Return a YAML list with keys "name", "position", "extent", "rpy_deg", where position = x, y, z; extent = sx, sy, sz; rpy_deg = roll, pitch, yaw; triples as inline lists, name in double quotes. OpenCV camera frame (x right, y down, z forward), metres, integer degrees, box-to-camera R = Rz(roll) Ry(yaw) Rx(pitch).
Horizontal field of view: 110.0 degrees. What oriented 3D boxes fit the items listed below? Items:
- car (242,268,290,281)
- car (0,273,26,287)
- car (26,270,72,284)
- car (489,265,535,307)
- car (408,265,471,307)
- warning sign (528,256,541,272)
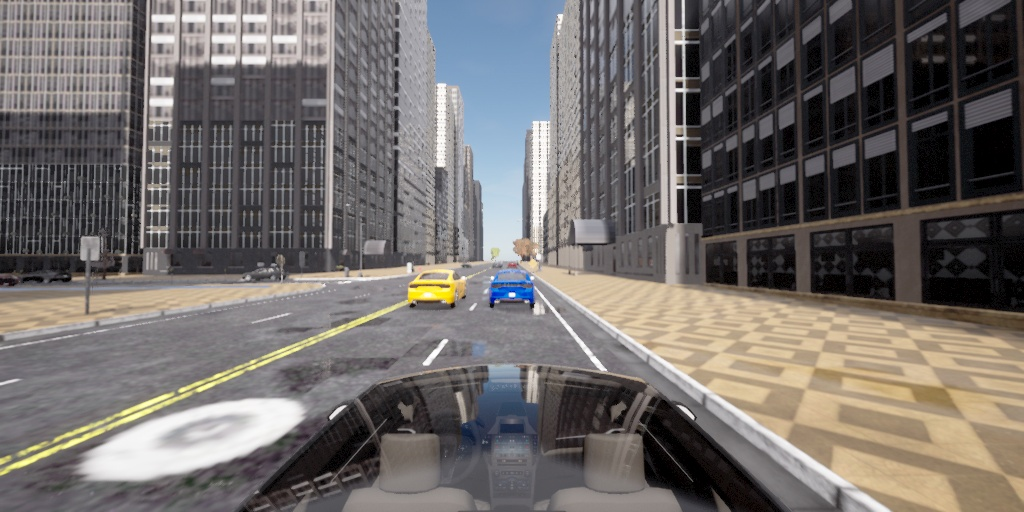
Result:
- name: "car"
  position: [-25.649, 1.912, 37.413]
  extent: [4.403, 1.370, 2.007]
  rpy_deg: [0, 0, -1]
- name: "car"
  position: [-42.481, 1.748, 28.702]
  extent: [4.097, 1.591, 1.967]
  rpy_deg: [0, 0, -1]
- name: "car"
  position: [-48.213, 2.144, 37.012]
  extent: [4.313, 1.339, 1.948]
  rpy_deg: [0, 0, -1]
- name: "car"
  position: [0.013, 1.365, 16.333]
  extent: [1.882, 1.535, 5.008]
  rpy_deg: [0, 0, 0]
- name: "car"
  position: [-3.238, 1.365, 16.332]
  extent: [1.882, 1.535, 5.008]
  rpy_deg: [0, 0, 0]
- name: "warning sign"
  position: [2.871, 1.307, 48.674]
  extent: [1.300, 1.860, 1.060]
  rpy_deg: [0, 0, 0]
